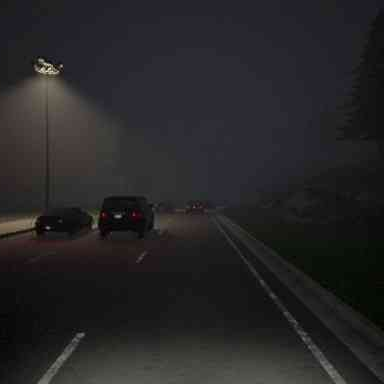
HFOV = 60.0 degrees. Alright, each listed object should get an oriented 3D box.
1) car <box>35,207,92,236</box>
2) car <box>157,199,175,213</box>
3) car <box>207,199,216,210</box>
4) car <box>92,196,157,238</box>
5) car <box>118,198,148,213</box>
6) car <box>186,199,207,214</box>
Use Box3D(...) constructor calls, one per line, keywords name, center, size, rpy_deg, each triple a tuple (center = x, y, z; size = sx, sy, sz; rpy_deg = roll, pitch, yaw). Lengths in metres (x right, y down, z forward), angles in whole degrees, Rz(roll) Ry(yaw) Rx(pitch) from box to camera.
Box3D(name="car", center=(-6.900, 1.525, 18.255), size=(1.812, 1.442, 4.674), rpy_deg=(0, 0, 0))
Box3D(name="car", center=(-3.007, 1.526, 37.418), size=(1.812, 1.442, 4.674), rpy_deg=(0, 0, 4))
Box3D(name="car", center=(1.860, 1.564, 44.190), size=(1.994, 1.385, 4.181), rpy_deg=(0, 0, 14))
Box3D(name="car", center=(-3.400, 1.221, 17.979), size=(2.150, 2.045, 5.566), rpy_deg=(0, 0, 0))
Box3D(name="car", center=(-6.510, 1.491, 37.282), size=(2.128, 1.511, 4.902), rpy_deg=(0, 0, 4))
Box3D(name="car", center=(0.321, 1.547, 35.010), size=(2.033, 1.411, 5.357), rpy_deg=(0, 0, 2))
